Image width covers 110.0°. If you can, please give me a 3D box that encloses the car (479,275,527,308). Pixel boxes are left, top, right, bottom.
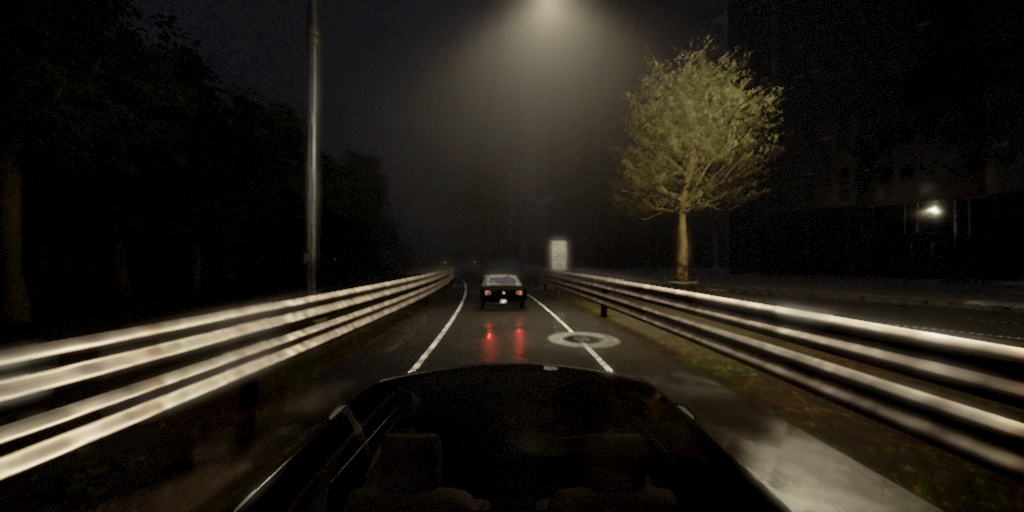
[{"bbox_3d":[-0.502,1.486,16.124,1.895,1.301,4.718,0,-1,-5],"label":"car"}]
